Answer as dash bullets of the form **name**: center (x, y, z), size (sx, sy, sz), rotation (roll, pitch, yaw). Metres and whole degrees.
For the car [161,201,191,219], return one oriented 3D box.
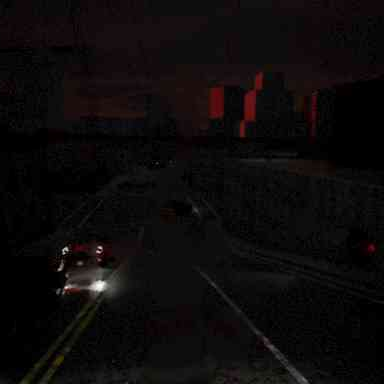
- **car**: center (-2.201, 2.334, 46.563), size (2.150, 2.045, 5.566), rotation (4, 8, 29)

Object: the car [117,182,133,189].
- **car**: center (-14.750, -1.510, 75.561), size (4.974, 1.542, 2.038), rotation (6, 10, 37)

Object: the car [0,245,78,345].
- **car**: center (-4.372, 2.231, 7.680), size (2.033, 1.411, 5.357), rotation (-1, -5, -6)

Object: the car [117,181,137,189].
- **car**: center (-14.791, -1.671, 75.571), size (4.536, 1.218, 1.853), rotation (6, 10, 37)

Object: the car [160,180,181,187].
- **car**: center (-4.954, -1.885, 77.346), size (4.536, 1.218, 1.853), rotation (4, 9, 23)

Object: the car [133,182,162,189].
- **car**: center (-10.167, -1.561, 76.033), size (4.974, 1.542, 2.038), rotation (-7, 11, -42)

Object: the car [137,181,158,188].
- **car**: center (-10.128, -1.721, 76.046), size (4.536, 1.218, 1.853), rotation (-7, 11, -42)

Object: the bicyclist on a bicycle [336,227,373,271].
- **bicyclist on a bicycle**: center (6.149, 2.128, 12.437), size (1.656, 1.620, 0.582), rotation (-1, -4, -4)

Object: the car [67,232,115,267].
- **car**: center (-5.396, 2.947, 17.619), size (2.097, 1.767, 4.553), rotation (-1, -6, -6)

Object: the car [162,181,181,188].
- **car**: center (-4.906, -1.726, 77.349), size (4.974, 1.542, 2.038), rotation (4, 9, 23)
